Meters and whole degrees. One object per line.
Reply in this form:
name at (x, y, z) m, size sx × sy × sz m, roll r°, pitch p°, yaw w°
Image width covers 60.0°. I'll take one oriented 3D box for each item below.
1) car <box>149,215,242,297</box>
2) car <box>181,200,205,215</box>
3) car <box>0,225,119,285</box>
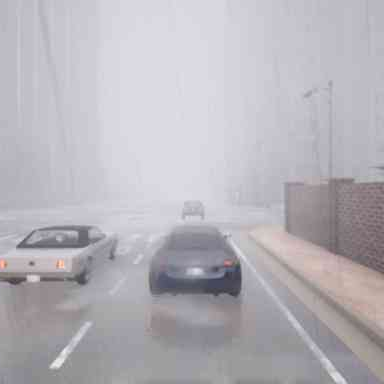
car at (0.093, 1.534, 8.570) m, size 1.994 × 1.385 × 4.181 m, roll 0°, pitch 0°, yaw 1°
car at (0.097, 1.398, 27.818) m, size 2.033 × 1.411 × 5.357 m, roll 0°, pitch 0°, yaw 0°
car at (-3.400, 1.568, 9.365) m, size 1.895 × 1.301 × 4.718 m, roll 0°, pitch 0°, yaw 0°
